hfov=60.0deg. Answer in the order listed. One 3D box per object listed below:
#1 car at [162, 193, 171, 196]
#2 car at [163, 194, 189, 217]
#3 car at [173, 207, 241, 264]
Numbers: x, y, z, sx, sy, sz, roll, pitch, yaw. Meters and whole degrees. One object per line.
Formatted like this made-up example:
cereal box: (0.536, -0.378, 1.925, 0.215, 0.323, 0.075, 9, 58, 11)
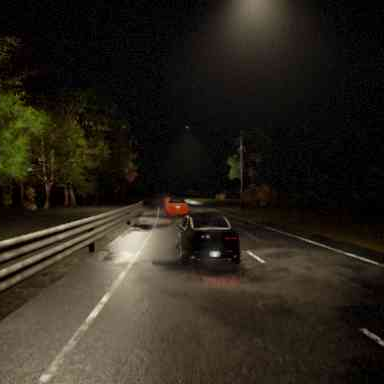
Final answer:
car: (-5.192, 1.384, 70.976, 2.097, 1.767, 4.553, 0, 0, -5)
car: (-1.461, 1.375, 31.720, 2.097, 1.767, 4.553, 0, 0, -5)
car: (0.423, 1.516, 11.882, 1.837, 1.490, 4.892, 0, 0, -5)
